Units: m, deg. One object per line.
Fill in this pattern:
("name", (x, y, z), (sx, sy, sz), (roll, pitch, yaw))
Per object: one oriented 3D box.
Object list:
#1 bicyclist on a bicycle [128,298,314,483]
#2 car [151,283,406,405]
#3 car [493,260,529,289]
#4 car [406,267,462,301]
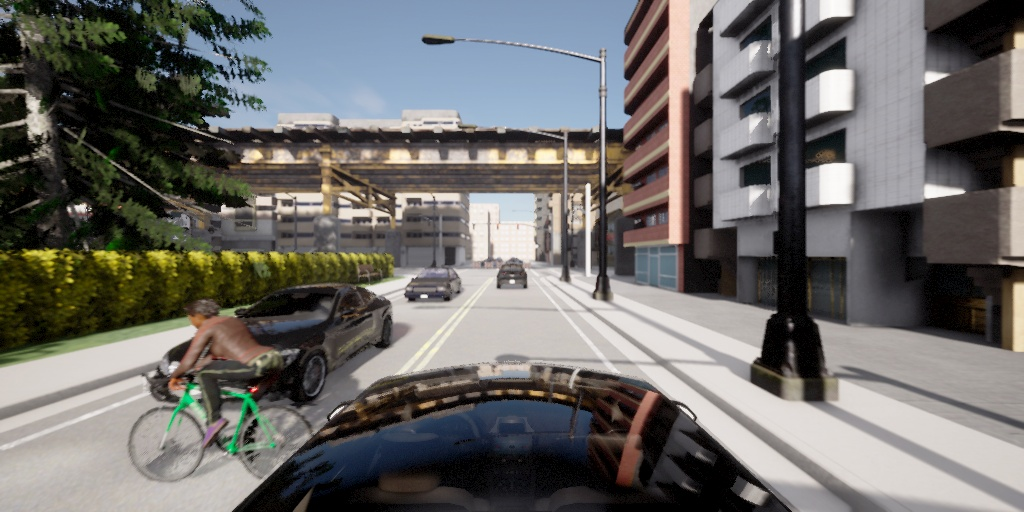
("bicyclist on a bicycle", (-2.557, 1.199, 3.154), (1.656, 1.620, 0.582), (0, 0, 0))
("car", (-3.589, 1.263, 6.473), (1.812, 1.442, 4.674), (0, 0, 0))
("car", (0.012, 1.195, 22.627), (1.837, 1.490, 4.892), (0, 0, 0))
("car", (-3.571, 1.254, 17.288), (2.033, 1.411, 5.357), (0, 0, 0))
